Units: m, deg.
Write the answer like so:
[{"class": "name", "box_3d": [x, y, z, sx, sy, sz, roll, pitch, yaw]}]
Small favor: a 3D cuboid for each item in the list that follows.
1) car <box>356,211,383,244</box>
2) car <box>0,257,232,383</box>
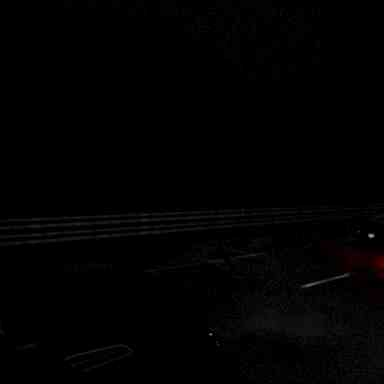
[{"class": "car", "box_3d": [8.926, 1.533, 14.414, 4.674, 1.442, 1.812, 0, 0, -36]}, {"class": "car", "box_3d": [-2.299, 1.220, 2.113, 5.566, 2.045, 2.150, 0, 0, -35]}]
